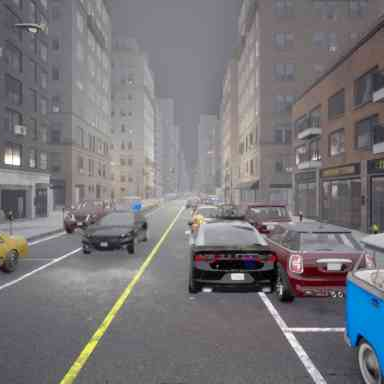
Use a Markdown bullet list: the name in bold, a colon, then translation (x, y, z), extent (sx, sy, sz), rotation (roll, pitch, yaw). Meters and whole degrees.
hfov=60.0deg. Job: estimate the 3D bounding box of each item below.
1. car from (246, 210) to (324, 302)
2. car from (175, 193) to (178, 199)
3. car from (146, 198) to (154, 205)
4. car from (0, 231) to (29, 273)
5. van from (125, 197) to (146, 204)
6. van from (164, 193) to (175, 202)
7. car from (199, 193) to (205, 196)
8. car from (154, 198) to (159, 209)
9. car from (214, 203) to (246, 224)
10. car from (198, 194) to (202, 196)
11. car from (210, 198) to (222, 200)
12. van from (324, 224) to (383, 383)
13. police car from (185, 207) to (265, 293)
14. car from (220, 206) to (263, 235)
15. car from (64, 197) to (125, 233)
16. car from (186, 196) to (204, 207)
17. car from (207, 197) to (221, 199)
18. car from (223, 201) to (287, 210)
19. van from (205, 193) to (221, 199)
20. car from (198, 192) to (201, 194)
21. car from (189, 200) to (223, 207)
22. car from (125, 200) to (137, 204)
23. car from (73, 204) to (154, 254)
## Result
- **car**: translation (2.709, 1.440, 8.239), extent (1.967, 1.590, 4.097), rotation (0, 0, 0)
- **car**: translation (-5.402, 1.249, 86.319), extent (2.192, 1.841, 5.009), rotation (0, 0, 0)
- **car**: translation (-5.667, 1.520, 36.445), extent (1.752, 1.417, 4.829), rotation (0, 0, 0)
- **car**: translation (-5.817, 1.525, 8.104), extent (1.752, 1.417, 4.829), rotation (0, 0, 0)
- **van**: translation (-5.696, 1.339, 30.946), extent (1.690, 1.788, 3.998), rotation (0, 0, 0)
- **van**: translation (-5.461, 1.292, 75.147), extent (1.690, 1.788, 3.998), rotation (0, 0, 0)
- **car**: translation (3.064, 1.391, 75.119), extent (1.967, 1.590, 4.097), rotation (0, 0, 0)
- **car**: translation (-5.637, 1.515, 42.114), extent (1.752, 1.417, 4.829), rotation (0, 0, 0)
- **car**: translation (2.799, 1.564, 25.246), extent (1.947, 1.339, 4.313), rotation (0, 0, 0)
- **car**: translation (0.279, 1.455, 53.157), extent (1.882, 1.535, 5.008), rotation (0, 0, 0)
- **car**: translation (2.830, 1.549, 30.915), extent (2.008, 1.369, 4.403), rotation (0, 0, 0)
- **van**: translation (2.679, 1.341, 2.569), extent (1.690, 1.788, 3.998), rotation (0, 0, 0)
- **police car**: translation (0.842, 1.425, 8.984), extent (1.930, 1.638, 5.238), rotation (0, 0, -1)
- **car**: translation (2.769, 1.565, 19.577), extent (1.947, 1.339, 4.313), rotation (0, 0, 0)
- **car**: translation (-5.756, 1.314, 19.610), extent (2.192, 1.841, 5.009), rotation (0, 0, 0)
- **car**: translation (0.239, 1.551, 44.146), extent (1.994, 1.385, 4.181), rotation (0, 0, 1)
- **car**: translation (2.860, 1.577, 36.585), extent (1.802, 1.307, 4.206), rotation (0, 0, 0)
- **car**: translation (2.739, 1.314, 13.908), extent (2.192, 1.841, 5.009), rotation (0, 0, 0)
- **van**: translation (2.890, 1.330, 42.255), extent (1.690, 1.788, 3.998), rotation (0, 0, 0)
- **car**: translation (3.124, 1.249, 86.289), extent (2.192, 1.841, 5.009), rotation (0, 0, 0)
- **car**: translation (0.886, 1.455, 19.079), extent (1.801, 1.575, 5.366), rotation (0, 0, 0)
- **car**: translation (-5.726, 1.549, 25.278), extent (2.008, 1.369, 4.403), rotation (0, 0, 0)
- **car**: translation (-2.930, 1.477, 13.626), extent (1.882, 1.535, 5.008), rotation (0, 0, 0)
